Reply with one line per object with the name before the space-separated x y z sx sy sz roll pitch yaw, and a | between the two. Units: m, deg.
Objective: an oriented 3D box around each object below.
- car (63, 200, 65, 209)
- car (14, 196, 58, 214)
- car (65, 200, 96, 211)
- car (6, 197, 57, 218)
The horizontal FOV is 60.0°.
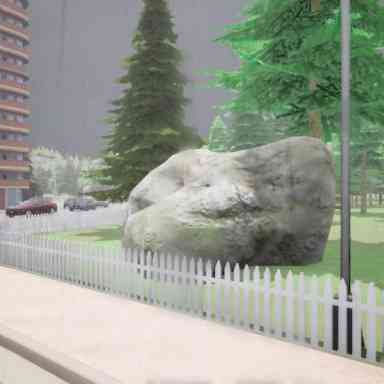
car | -16.379 1.463 45.884 1.837 1.490 4.892 0 0 -8
car | -16.666 1.308 35.849 2.097 1.767 4.553 0 0 8
car | -12.751 1.519 39.040 1.994 1.385 4.181 0 0 4
car | -14.409 1.432 30.202 1.882 1.535 5.008 0 0 15
